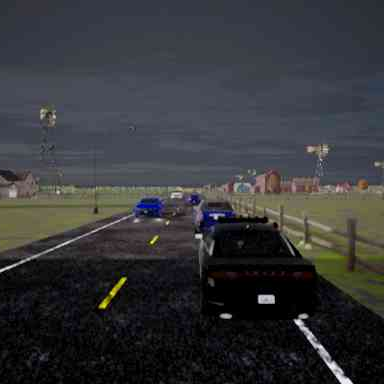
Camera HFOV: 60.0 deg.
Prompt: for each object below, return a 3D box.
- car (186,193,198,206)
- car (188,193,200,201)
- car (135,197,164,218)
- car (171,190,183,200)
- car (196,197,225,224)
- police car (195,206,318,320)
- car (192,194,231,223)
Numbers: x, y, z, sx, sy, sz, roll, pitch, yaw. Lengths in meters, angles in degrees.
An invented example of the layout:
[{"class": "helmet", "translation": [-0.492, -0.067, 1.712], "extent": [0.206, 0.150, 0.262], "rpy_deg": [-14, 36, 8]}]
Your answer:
[{"class": "car", "translation": [0.337, 1.070, 45.317], "extent": [1.812, 1.442, 4.674], "rpy_deg": [0, 0, 1]}, {"class": "car", "translation": [0.397, 0.890, 61.968], "extent": [2.128, 1.511, 4.902], "rpy_deg": [0, 0, 0]}, {"class": "car", "translation": [-3.415, 1.190, 27.279], "extent": [1.882, 1.535, 5.008], "rpy_deg": [0, 1, 0]}, {"class": "car", "translation": [-3.066, 0.565, 68.254], "extent": [2.150, 2.045, 5.566], "rpy_deg": [0, 1, 0]}, {"class": "car", "translation": [1.208, 1.207, 23.541], "extent": [1.801, 1.575, 5.366], "rpy_deg": [0, 1, 0]}, {"class": "police car", "translation": [1.108, 1.343, 7.461], "extent": [1.930, 1.638, 5.238], "rpy_deg": [0, 1, 0]}, {"class": "car", "translation": [1.169, 1.166, 17.321], "extent": [2.097, 1.767, 4.553], "rpy_deg": [0, 1, 0]}]
